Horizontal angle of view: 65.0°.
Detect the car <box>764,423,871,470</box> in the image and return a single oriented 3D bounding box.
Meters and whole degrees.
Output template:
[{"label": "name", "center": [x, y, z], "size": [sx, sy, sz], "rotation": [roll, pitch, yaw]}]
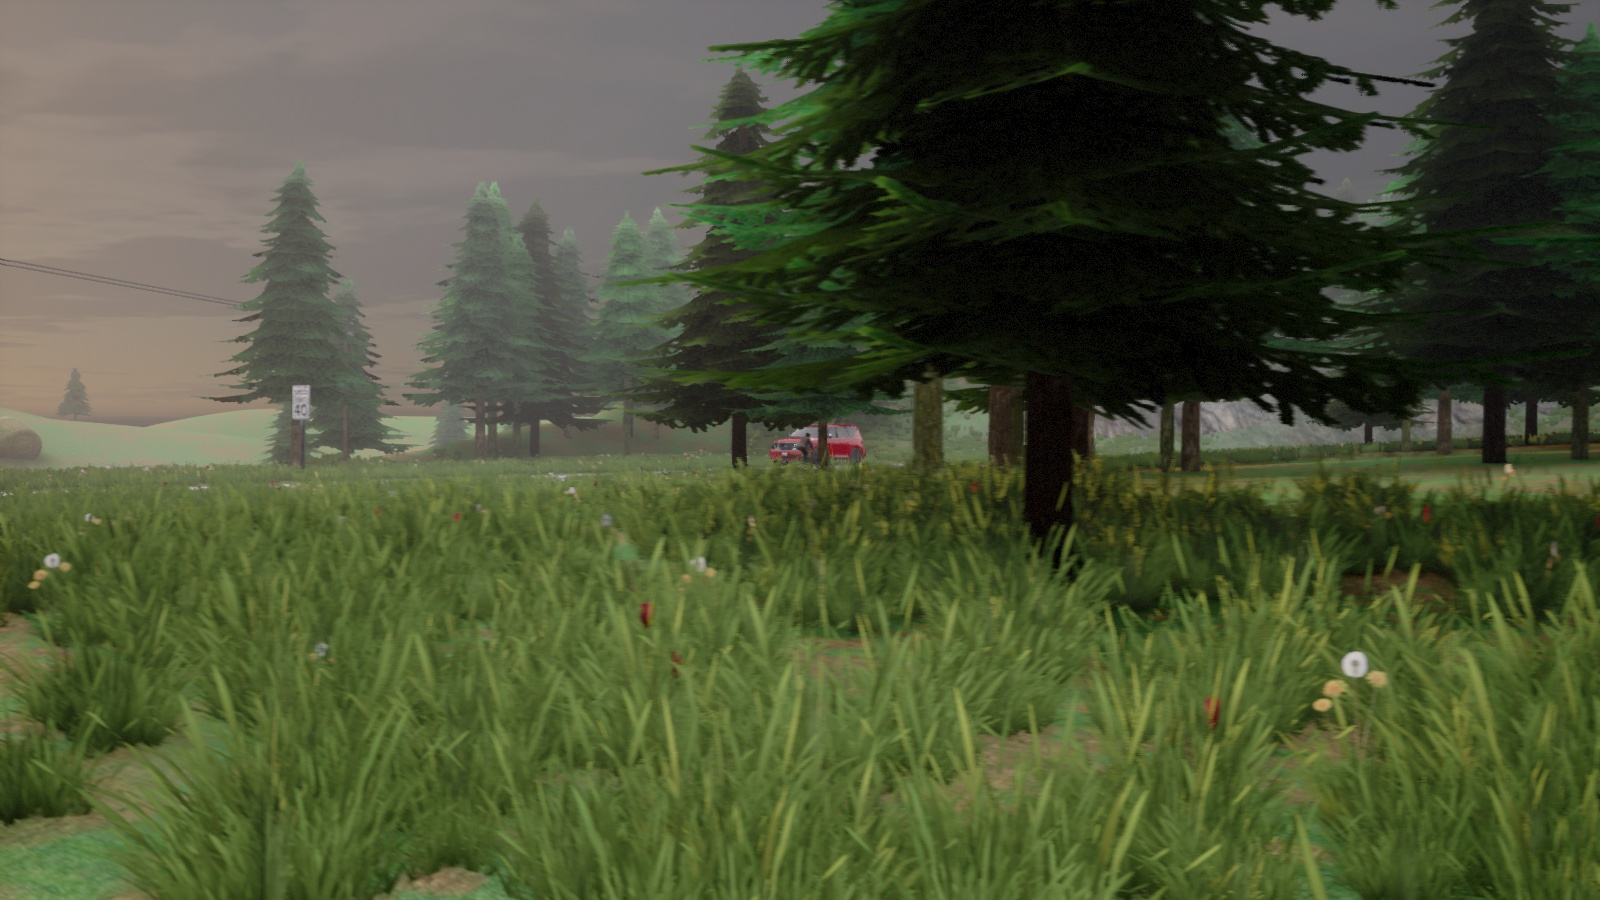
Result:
[{"label": "car", "center": [0.874, -0.201, 57.391], "size": [2.150, 2.045, 5.566], "rotation": [0, 1, 34]}]
